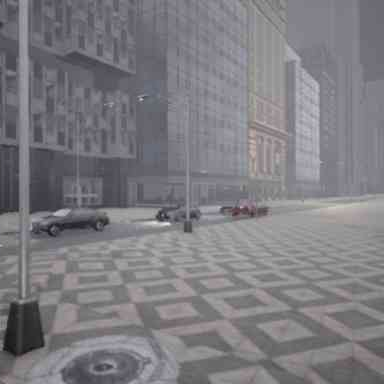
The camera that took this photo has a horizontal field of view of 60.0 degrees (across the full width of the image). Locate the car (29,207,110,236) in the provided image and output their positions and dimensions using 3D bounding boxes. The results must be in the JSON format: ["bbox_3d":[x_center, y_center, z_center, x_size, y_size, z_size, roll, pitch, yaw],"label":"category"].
[{"bbox_3d":[-6.838,1.575,18.873,1.812,1.442,4.674,0,0,37],"label":"car"}]

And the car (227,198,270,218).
[{"bbox_3d":[5.553,1.374,30.782,2.097,1.767,4.553,0,0,36],"label":"car"}]

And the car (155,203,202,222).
[{"bbox_3d":[-1.042,1.608,26.998,1.994,1.385,4.181,0,0,37],"label":"car"}]

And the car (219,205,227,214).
[{"bbox_3d":[4.726,1.631,35.110,1.895,1.301,4.718,0,0,36],"label":"car"}]
